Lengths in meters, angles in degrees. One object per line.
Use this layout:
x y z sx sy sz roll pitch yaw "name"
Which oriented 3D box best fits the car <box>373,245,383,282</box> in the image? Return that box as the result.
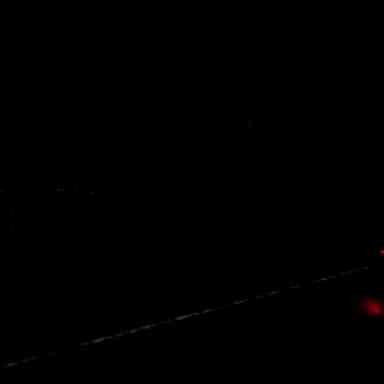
6.366 1.504 8.286 4.181 1.385 1.994 0 0 -35 "car"
